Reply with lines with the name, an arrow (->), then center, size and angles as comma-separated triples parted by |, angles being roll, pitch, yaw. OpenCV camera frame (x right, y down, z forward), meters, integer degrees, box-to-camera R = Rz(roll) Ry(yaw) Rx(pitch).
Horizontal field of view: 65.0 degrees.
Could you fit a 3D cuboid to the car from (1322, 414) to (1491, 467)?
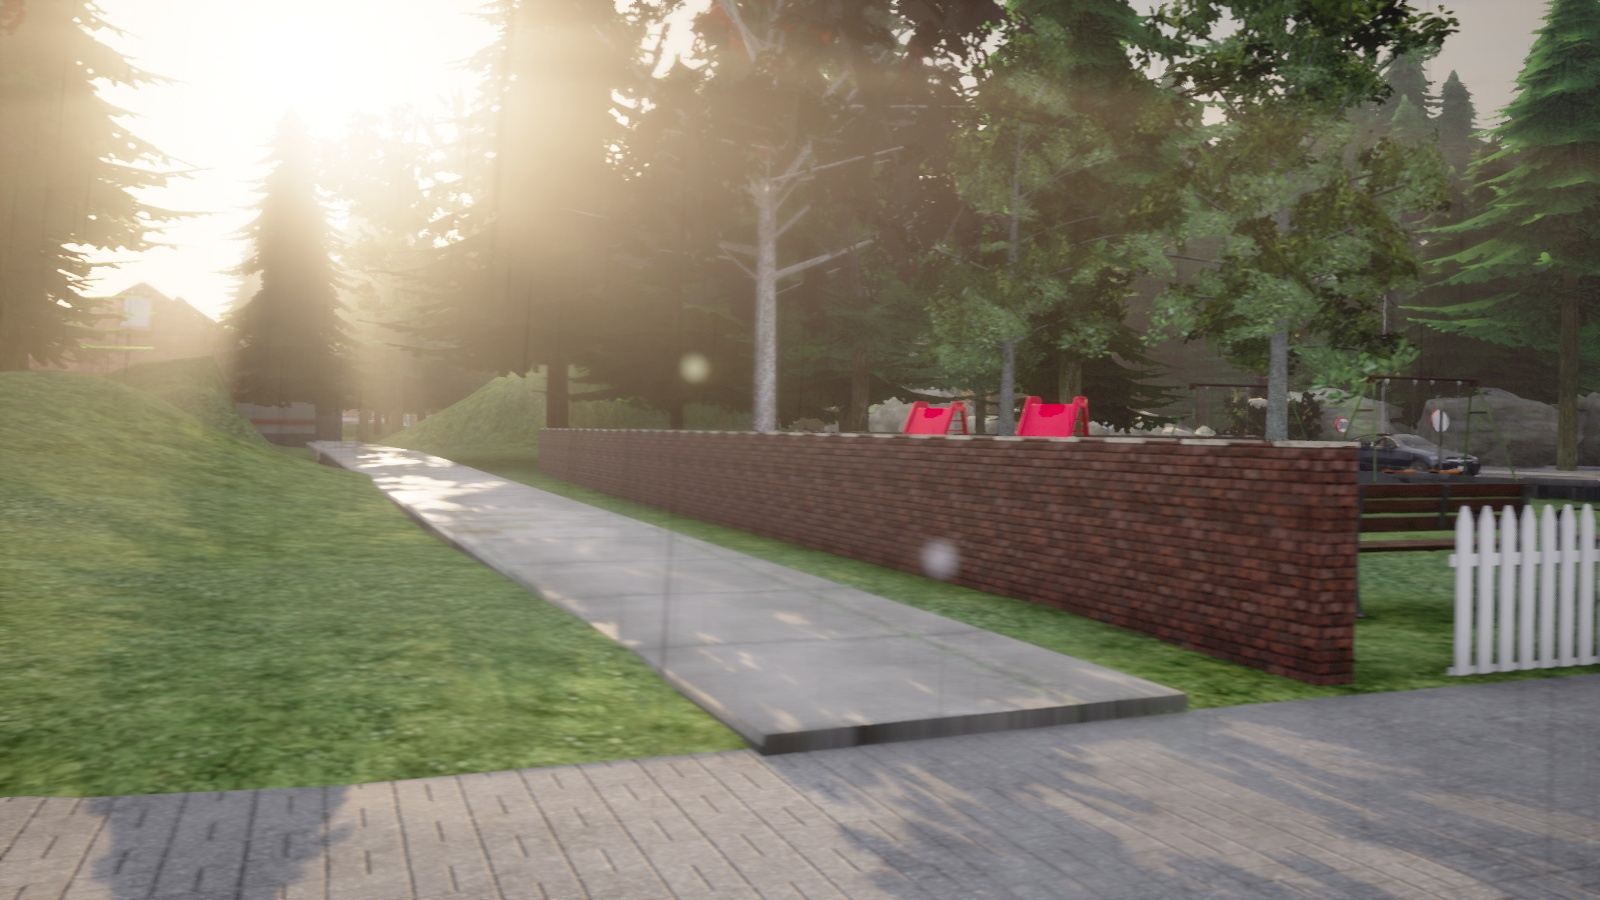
car -> 20.346, -0.334, 42.421 | 2.152, 1.651, 5.027 | -1, 1, -21
